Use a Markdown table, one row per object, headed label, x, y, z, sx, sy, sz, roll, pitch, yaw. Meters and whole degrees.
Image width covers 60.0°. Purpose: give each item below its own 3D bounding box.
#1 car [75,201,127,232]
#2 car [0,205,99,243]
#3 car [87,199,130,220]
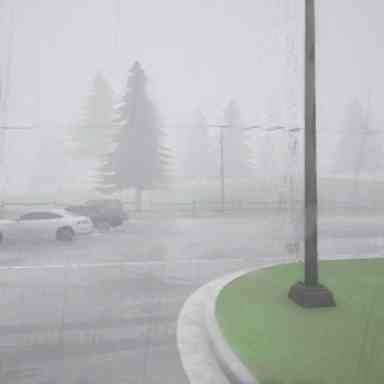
| label | x | y | z | sx | sy | sz | roll | pitch | yaw |
| --- | --- | --- | --- | --- | --- | --- | --- | --- | --- |
| car | -6.289 | 1.427 | 18.525 | 4.892 | 1.490 | 1.837 | 0 | 0 | -8 |
| car | -6.839 | 1.473 | 14.901 | 4.674 | 1.442 | 1.812 | 0 | 0 | -8 |
| car | -6.468 | 1.254 | 22.032 | 4.553 | 1.767 | 2.097 | 0 | 0 | -8 |
